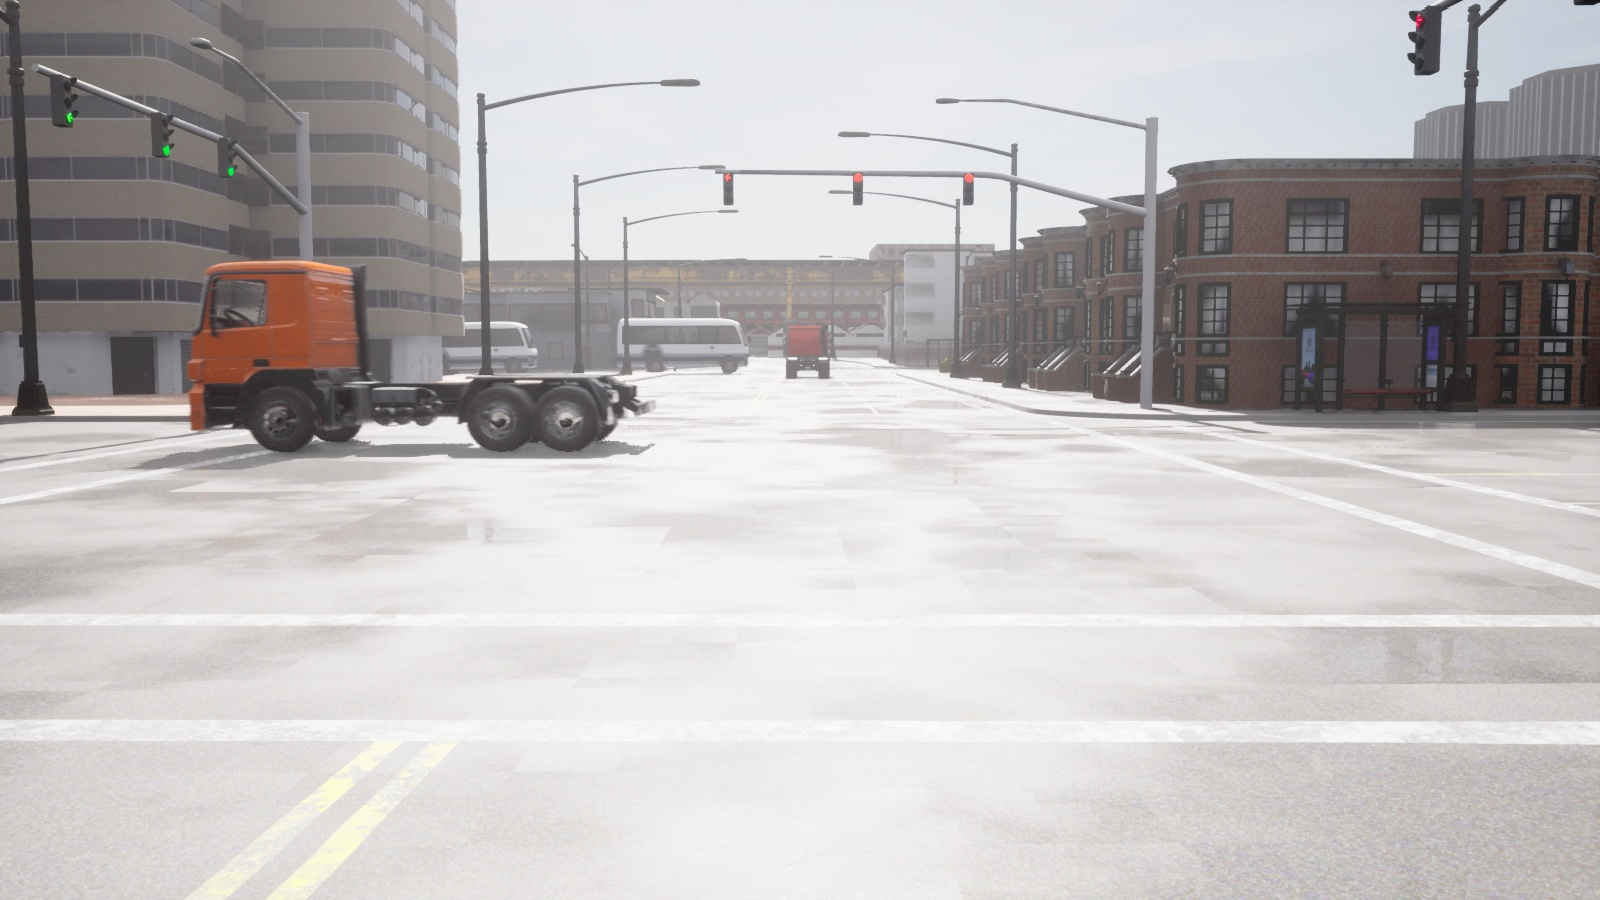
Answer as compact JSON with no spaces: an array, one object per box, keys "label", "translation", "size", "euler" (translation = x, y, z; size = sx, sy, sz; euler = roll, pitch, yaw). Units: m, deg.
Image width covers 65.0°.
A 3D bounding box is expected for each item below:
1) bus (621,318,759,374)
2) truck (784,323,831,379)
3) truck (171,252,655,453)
[{"label":"bus","translation":[-8.358,-8.015,96.845],"size":[10.273,4.253,3.944],"euler":[0,4,-1]},{"label":"truck","translation":[0.509,-6.412,81.220],"size":[2.891,3.462,7.936],"euler":[0,5,0]},{"label":"truck","translation":[-6.831,-1.794,23.141],"size":[7.936,3.462,2.891],"euler":[0,5,1]}]
